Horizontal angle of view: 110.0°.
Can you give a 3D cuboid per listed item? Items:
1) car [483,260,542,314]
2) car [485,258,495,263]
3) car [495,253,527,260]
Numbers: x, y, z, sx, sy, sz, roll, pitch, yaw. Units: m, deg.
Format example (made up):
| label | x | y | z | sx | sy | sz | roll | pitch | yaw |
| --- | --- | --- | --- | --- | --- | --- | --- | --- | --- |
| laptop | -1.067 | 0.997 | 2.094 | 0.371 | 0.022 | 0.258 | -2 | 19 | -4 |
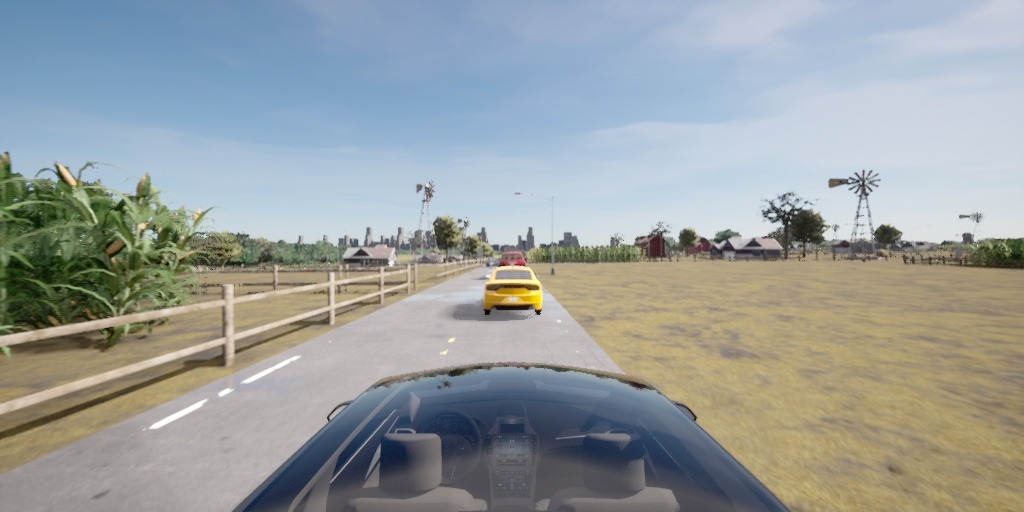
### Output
| label | x | y | z | sx | sy | sz | roll | pitch | yaw |
| --- | --- | --- | --- | --- | --- | --- | --- | --- | --- |
| car | 0.038 | 1.109 | 13.209 | 1.882 | 1.535 | 5.008 | 0 | 1 | 0 |
| car | -2.878 | 0.971 | 53.255 | 2.128 | 1.511 | 4.902 | 0 | 0 | 0 |
| car | 0.032 | 0.733 | 29.772 | 2.150 | 2.045 | 5.566 | 0 | 1 | 0 |
